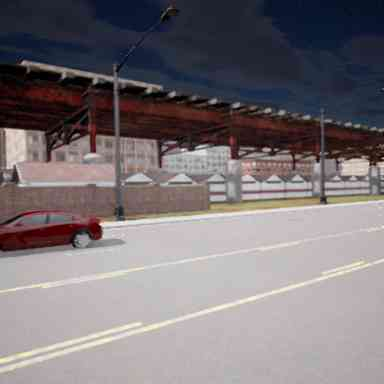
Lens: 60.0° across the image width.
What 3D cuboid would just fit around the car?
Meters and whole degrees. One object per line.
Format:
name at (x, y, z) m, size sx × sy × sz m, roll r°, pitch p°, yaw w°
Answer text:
car at (-5.925, 1.441, 12.635) m, size 5.008 × 1.535 × 1.882 m, roll -1°, pitch 1°, yaw -35°
